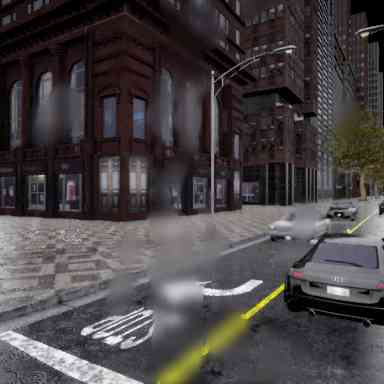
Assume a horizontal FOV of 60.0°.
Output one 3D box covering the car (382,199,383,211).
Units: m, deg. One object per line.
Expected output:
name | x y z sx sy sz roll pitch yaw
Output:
car | 25.458 1.597 42.378 2.033 1.411 5.357 0 0 32

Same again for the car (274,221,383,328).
car | 3.416 1.569 7.058 1.994 1.385 4.181 0 0 32

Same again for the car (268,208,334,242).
car | 5.187 1.609 15.751 1.895 1.301 4.718 0 0 32

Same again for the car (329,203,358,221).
car | 12.218 1.583 27.014 1.994 1.385 4.181 0 0 31

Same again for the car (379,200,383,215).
car | 19.991 1.535 33.516 1.837 1.490 4.892 0 0 32
